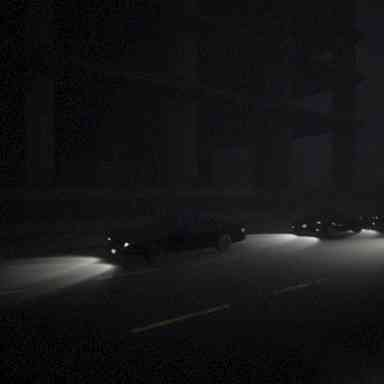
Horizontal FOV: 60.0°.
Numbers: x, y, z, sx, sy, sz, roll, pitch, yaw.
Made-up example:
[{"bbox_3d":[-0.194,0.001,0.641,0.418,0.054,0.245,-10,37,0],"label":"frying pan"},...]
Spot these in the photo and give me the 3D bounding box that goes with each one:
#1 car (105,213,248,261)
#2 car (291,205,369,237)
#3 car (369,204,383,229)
[{"bbox_3d":[-0.370,1.518,12.312,5.357,1.411,2.033,0,0,-36],"label":"car"},{"bbox_3d":[7.235,1.493,17.726,4.181,1.385,1.994,0,0,-35],"label":"car"},{"bbox_3d":[11.553,1.472,20.699,4.181,1.385,1.994,0,0,-35],"label":"car"}]
